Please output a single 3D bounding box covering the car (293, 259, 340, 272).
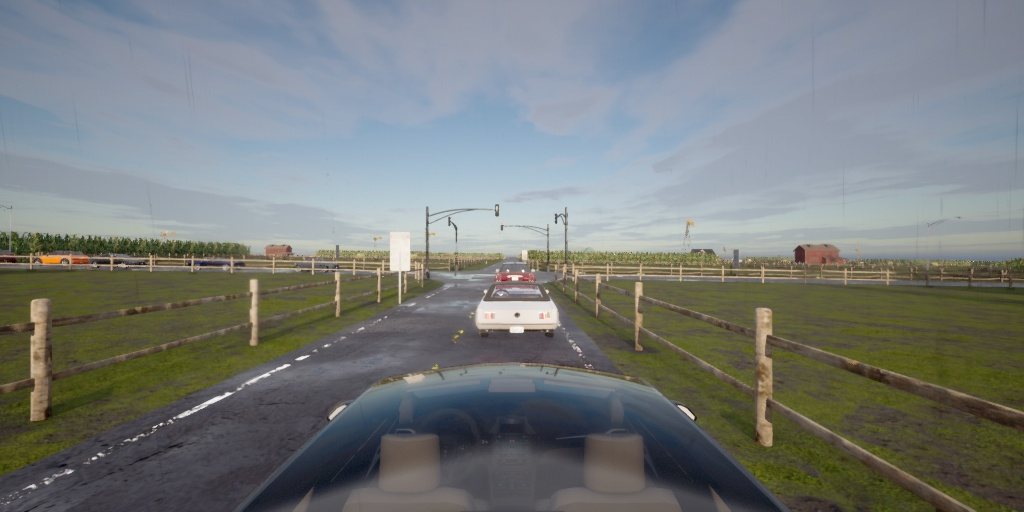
[{"bbox_3d":[-19.968,0.962,36.778,4.181,1.385,1.994,1,0,0],"label":"car"}]

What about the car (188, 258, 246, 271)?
[{"bbox_3d":[-30.171,0.814,36.806,4.718,1.301,1.895,1,0,0],"label":"car"}]

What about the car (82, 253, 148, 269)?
[{"bbox_3d":[-40.380,0.533,36.850,4.892,1.490,1.837,1,0,0],"label":"car"}]

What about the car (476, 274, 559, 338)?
[{"bbox_3d":[0.123,1.351,10.184,1.895,1.301,4.718,0,0,0],"label":"car"}]

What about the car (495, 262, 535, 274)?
[{"bbox_3d":[0.178,1.103,19.173,2.097,1.767,4.553,0,0,1],"label":"car"}]
